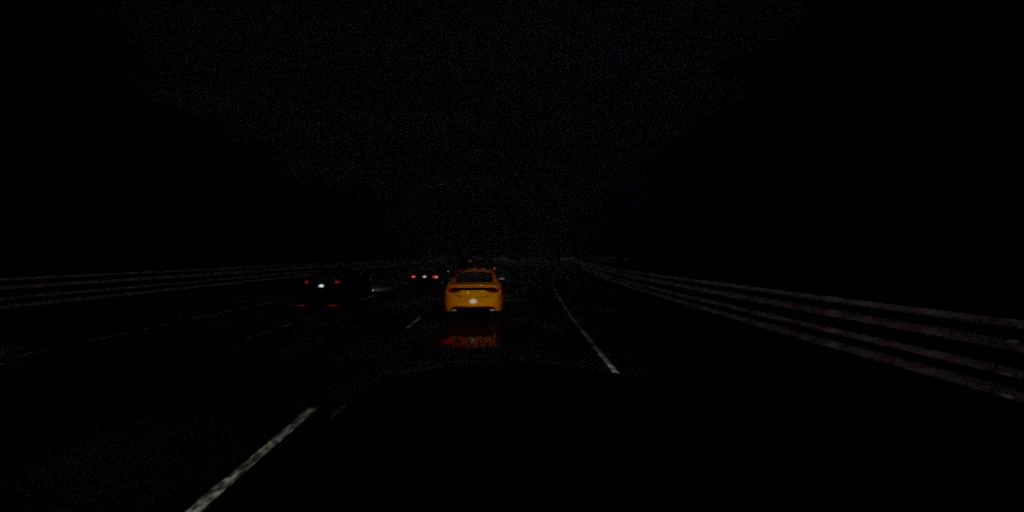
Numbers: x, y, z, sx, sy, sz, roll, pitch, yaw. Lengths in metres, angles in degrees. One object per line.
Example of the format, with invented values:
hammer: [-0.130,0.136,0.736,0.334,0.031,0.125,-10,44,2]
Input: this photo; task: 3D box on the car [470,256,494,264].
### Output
car: [-2.283,1.073,31.191,2.097,1.767,4.553,0,0,-3]

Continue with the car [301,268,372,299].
car: [-8.466,1.281,17.693,1.994,1.385,4.181,0,0,-3]

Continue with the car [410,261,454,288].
car: [-5.266,1.267,23.466,2.033,1.411,5.357,0,0,-3]

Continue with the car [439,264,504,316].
car: [-1.312,1.217,13.344,1.882,1.535,5.008,0,0,-3]

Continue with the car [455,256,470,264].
car: [-7.200,0.958,56.062,2.150,2.045,5.566,0,0,-4]
